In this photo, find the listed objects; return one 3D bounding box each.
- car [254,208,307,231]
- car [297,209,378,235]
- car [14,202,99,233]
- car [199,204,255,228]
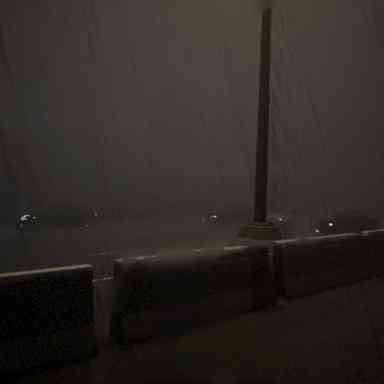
[{"bbox_3d":[6.566,1.714,21.569,4.718,1.301,1.895,0,0,-35],"label":"car"},{"bbox_3d":[8.269,1.713,18.485,4.718,1.301,1.895,0,0,-35],"label":"car"},{"bbox_3d":[-7.992,1.395,19.786,4.553,1.767,2.097,1,0,-35],"label":"car"},{"bbox_3d":[2.738,1.597,23.137,4.902,1.511,2.128,0,0,-35],"label":"car"}]
